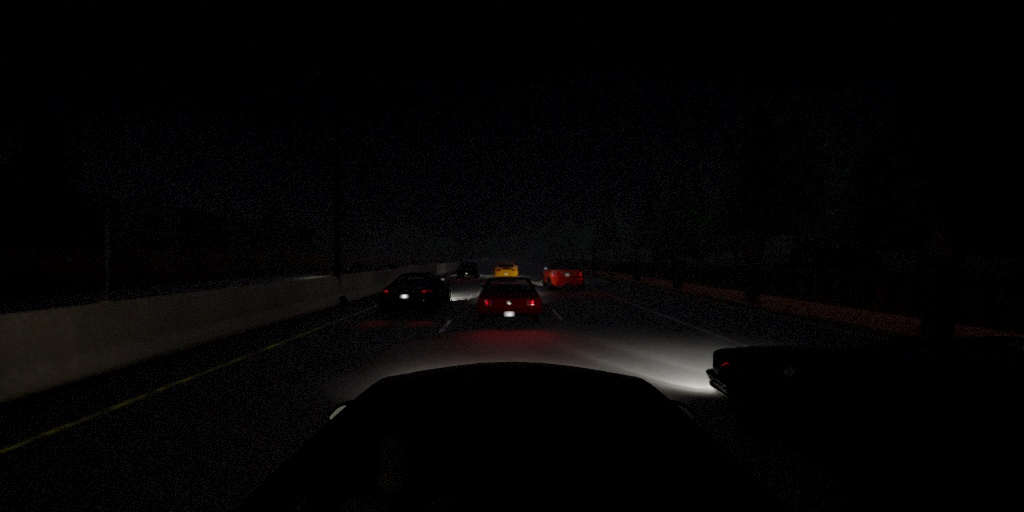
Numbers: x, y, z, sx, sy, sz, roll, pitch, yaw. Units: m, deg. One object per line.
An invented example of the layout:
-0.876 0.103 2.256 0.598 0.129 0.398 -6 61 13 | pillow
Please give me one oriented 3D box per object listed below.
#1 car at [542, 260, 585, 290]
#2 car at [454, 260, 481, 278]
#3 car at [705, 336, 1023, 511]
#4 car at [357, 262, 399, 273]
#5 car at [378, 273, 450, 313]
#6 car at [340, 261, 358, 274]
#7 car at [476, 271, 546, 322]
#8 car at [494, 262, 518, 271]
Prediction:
3.171 1.112 22.882 2.097 1.767 4.553 0 0 -1 | car
-4.063 1.295 33.970 1.837 1.490 4.892 0 0 -1 | car
3.520 1.288 2.335 2.033 1.411 5.357 0 0 0 | car
-11.199 1.285 31.036 1.882 1.535 5.008 0 0 -1 | car
-3.656 1.335 14.073 1.994 1.385 4.181 0 0 -1 | car
-18.402 1.314 40.760 1.882 1.535 5.008 0 0 -1 | car
-0.112 1.361 12.400 1.895 1.301 4.718 0 0 -1 | car
-0.493 1.254 30.332 1.882 1.535 5.008 0 0 -1 | car
